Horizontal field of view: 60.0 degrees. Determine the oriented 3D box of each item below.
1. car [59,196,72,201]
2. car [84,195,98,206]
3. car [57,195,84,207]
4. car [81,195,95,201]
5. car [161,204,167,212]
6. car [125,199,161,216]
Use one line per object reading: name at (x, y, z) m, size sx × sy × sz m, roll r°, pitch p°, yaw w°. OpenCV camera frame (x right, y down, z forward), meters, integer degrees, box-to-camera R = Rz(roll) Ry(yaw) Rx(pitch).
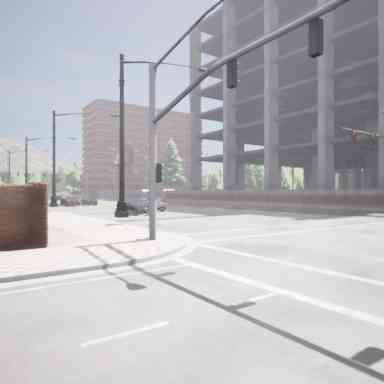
car at (-30.874, 1.579, 81.137) m, size 1.895 × 1.301 × 4.718 m, roll 0°, pitch 0°, yaw -35°
car at (-17.170, 1.502, 55.400) m, size 1.837 × 1.490 × 4.892 m, roll 0°, pitch 0°, yaw -35°
car at (-18.897, 1.341, 51.721) m, size 2.097 × 1.767 × 4.553 m, roll 0°, pitch 0°, yaw -34°
car at (-24.508, 1.346, 78.136) m, size 1.812 × 1.442 × 4.674 m, roll 0°, pitch 0°, yaw -35°
car at (-4.920, 1.535, 37.696) m, size 2.033 × 1.411 × 5.357 m, roll 0°, pitch 0°, yaw -35°
car at (-5.393, 1.481, 32.261) m, size 2.128 × 1.511 × 4.902 m, roll 0°, pitch 0°, yaw -35°
